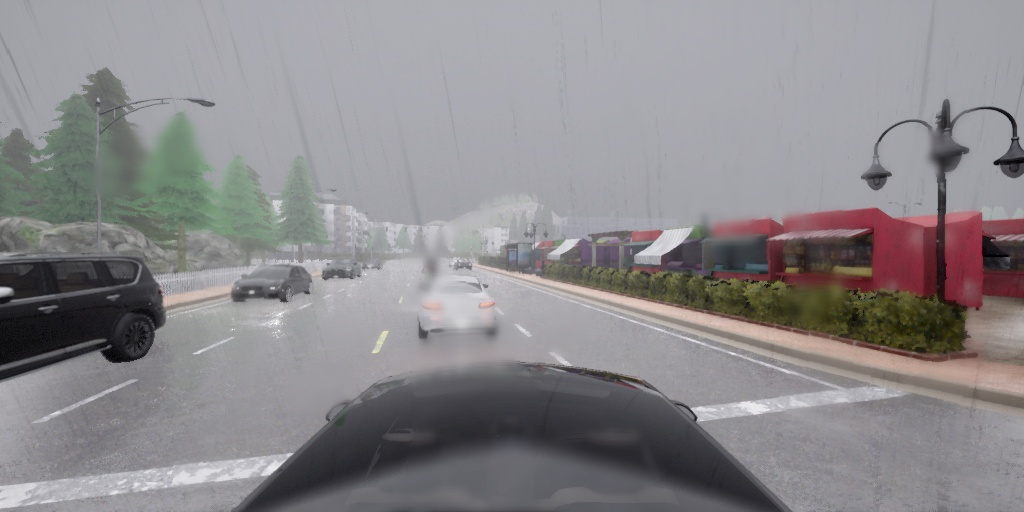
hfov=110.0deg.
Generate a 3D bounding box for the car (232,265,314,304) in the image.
[{"bbox_3d":[-10.333,1.159,15.862,1.837,1.490,4.892,0,0,-13],"label":"car"}]

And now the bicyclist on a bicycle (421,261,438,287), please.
[{"bbox_3d":[-4.483,1.079,19.671,0.582,1.620,1.656,0,1,24],"label":"bicyclist on a bicycle"}]

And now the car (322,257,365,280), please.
[{"bbox_3d":[-13.252,0.914,28.103,2.097,1.767,4.553,0,0,-13],"label":"car"}]

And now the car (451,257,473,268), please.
[{"bbox_3d":[-6.014,1.049,43.798,1.895,1.301,4.718,0,0,-13],"label":"car"}]

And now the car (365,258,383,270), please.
[{"bbox_3d":[-16.830,0.980,43.458,2.128,1.511,4.902,0,0,-13],"label":"car"}]

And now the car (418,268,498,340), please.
[{"bbox_3d":[-1.560,1.225,9.848,1.812,1.442,4.674,0,0,-13],"label":"car"}]

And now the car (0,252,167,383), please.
[{"bbox_3d":[-7.746,0.956,5.043,2.150,2.045,5.566,0,0,-14],"label":"car"}]

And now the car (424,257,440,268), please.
[{"bbox_3d":[-11.309,0.900,50.810,1.837,1.490,4.892,0,0,-13],"label":"car"}]
